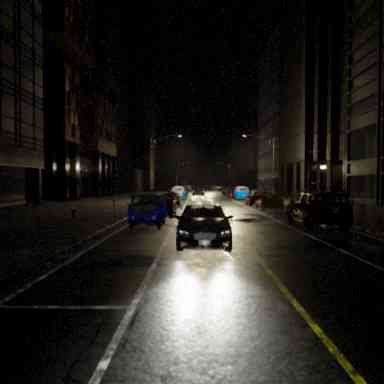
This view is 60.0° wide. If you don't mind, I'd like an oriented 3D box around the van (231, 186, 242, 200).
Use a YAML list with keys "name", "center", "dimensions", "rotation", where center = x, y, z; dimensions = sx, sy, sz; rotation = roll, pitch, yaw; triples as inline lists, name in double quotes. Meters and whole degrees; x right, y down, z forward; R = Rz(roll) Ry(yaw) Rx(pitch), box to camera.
- name: "van"
  center: [6.675, 0.149, 45.007]
  dimensions: [1.690, 1.788, 3.998]
  rotation: [0, 2, 1]

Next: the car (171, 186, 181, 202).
- name: "car"
  center: [-2.127, 0.704, 22.675]
  dimensions: [2.192, 1.841, 5.009]
  rotation: [0, 2, 1]

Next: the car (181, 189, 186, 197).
- name: "car"
  center: [-1.989, 0.643, 33.895]
  dimensions: [2.008, 1.369, 4.403]
  rotation: [0, 2, 1]

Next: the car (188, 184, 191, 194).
- name: "car"
  center: [-1.711, -0.061, 56.321]
  dimensions: [1.967, 1.590, 4.097]
  rotation: [0, 2, 1]

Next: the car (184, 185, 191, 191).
- name: "car"
  center: [-1.225, -1.071, 95.571]
  dimensions: [1.967, 1.590, 4.097]
  rotation: [0, 1, 1]

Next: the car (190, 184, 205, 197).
- name: "car"
  center: [1.056, -0.154, 56.629]
  dimensions: [2.097, 1.767, 4.553]
  rotation: [0, 1, 1]

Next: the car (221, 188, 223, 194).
- name: "car"
  center: [6.885, -0.115, 62.003]
  dimensions: [1.752, 1.417, 4.829]
  rotation: [0, 2, 1]

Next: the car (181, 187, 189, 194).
- name: "car"
  center: [-1.505, -0.411, 72.974]
  dimensions: [1.752, 1.417, 4.829]
  rotation: [0, 1, 1]

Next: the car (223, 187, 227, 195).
- name: "car"
  center: [6.814, 0.078, 56.227]
  dimensions: [1.947, 1.339, 4.313]
  rotation: [0, 2, 1]

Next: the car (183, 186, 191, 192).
- name: "car"
  center: [-1.295, -0.803, 89.967]
  dimensions: [1.947, 1.339, 4.313]
  rotation: [0, 1, 1]

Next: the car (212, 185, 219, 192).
- name: "car"
  center: [7.230, -0.805, 89.866]
  dimensions: [2.008, 1.369, 4.403]
  rotation: [0, 1, 1]

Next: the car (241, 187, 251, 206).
- name: "car"
  center: [6.536, 0.545, 33.796]
  dimensions: [1.967, 1.590, 4.097]
  rotation: [0, 2, 1]

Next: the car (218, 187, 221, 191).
- name: "car"
  center: [6.954, -0.262, 67.609]
  dimensions: [1.752, 1.417, 4.829]
  rotation: [0, 1, 1]

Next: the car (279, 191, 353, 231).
- name: "car"
  center: [6.328, 0.866, 16.973]
  dimensions: [2.192, 1.841, 5.009]
  rotation: [0, 2, 1]

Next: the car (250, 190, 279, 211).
- name: "car"
  center: [6.467, 0.798, 28.192]
  dimensions: [1.887, 1.381, 4.507]
  rotation: [0, 2, 1]

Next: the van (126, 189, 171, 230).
- name: "van"
  center: [-2.196, 0.879, 17.068]
  dimensions: [1.690, 1.788, 3.998]
  rotation: [0, 2, 1]

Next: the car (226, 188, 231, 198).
- name: "car"
  center: [6.744, 0.205, 50.619]
  dimensions: [1.887, 1.381, 4.507]
  rotation: [0, 2, 1]

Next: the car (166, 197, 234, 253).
- name: "car"
  center: [0.408, 1.159, 12.264]
  dimensions: [2.128, 1.511, 4.902]
  rotation: [0, 2, 1]

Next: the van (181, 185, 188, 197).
- name: "van"
  center: [-1.849, 0.137, 45.104]
  dimensions: [1.690, 1.788, 3.998]
  rotation: [0, 2, 1]
